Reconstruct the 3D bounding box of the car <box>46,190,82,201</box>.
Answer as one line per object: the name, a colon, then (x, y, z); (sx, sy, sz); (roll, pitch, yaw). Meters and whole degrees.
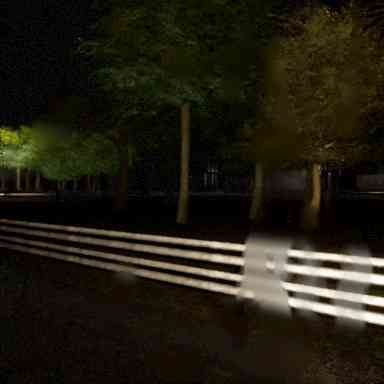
car: (-17.407, 0.455, 45.312); (4.792, 1.488, 2.163); (0, 0, -3)
